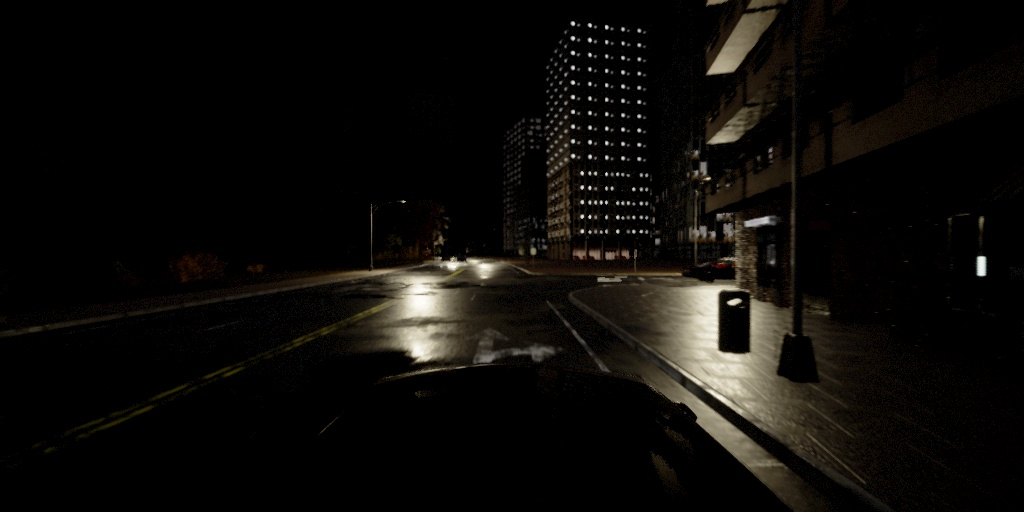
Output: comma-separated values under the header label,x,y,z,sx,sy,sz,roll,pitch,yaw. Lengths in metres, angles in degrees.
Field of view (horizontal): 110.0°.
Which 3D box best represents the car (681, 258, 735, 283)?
label,x,y,z,sx,sy,sz,roll,pitch,yaw
car,13.912,0.991,23.118,5.357,1.411,2.033,-1,0,13
